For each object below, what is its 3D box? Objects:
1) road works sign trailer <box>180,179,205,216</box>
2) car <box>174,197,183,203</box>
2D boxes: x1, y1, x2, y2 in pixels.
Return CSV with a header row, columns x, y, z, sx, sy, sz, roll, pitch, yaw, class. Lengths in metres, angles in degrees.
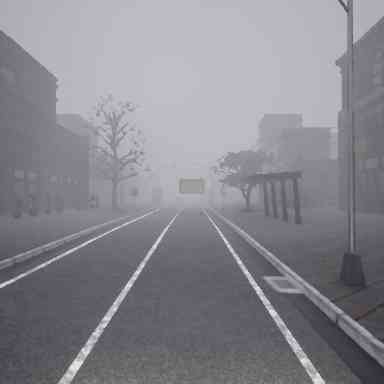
x,y,z,sx,sy,sz,roll,pitch,yaw,class
0.000,0.497,33.403,2.380,3.560,2.880,0,0,0,road works sign trailer
-3.000,1.779,75.922,2.033,1.411,5.357,0,0,0,car
